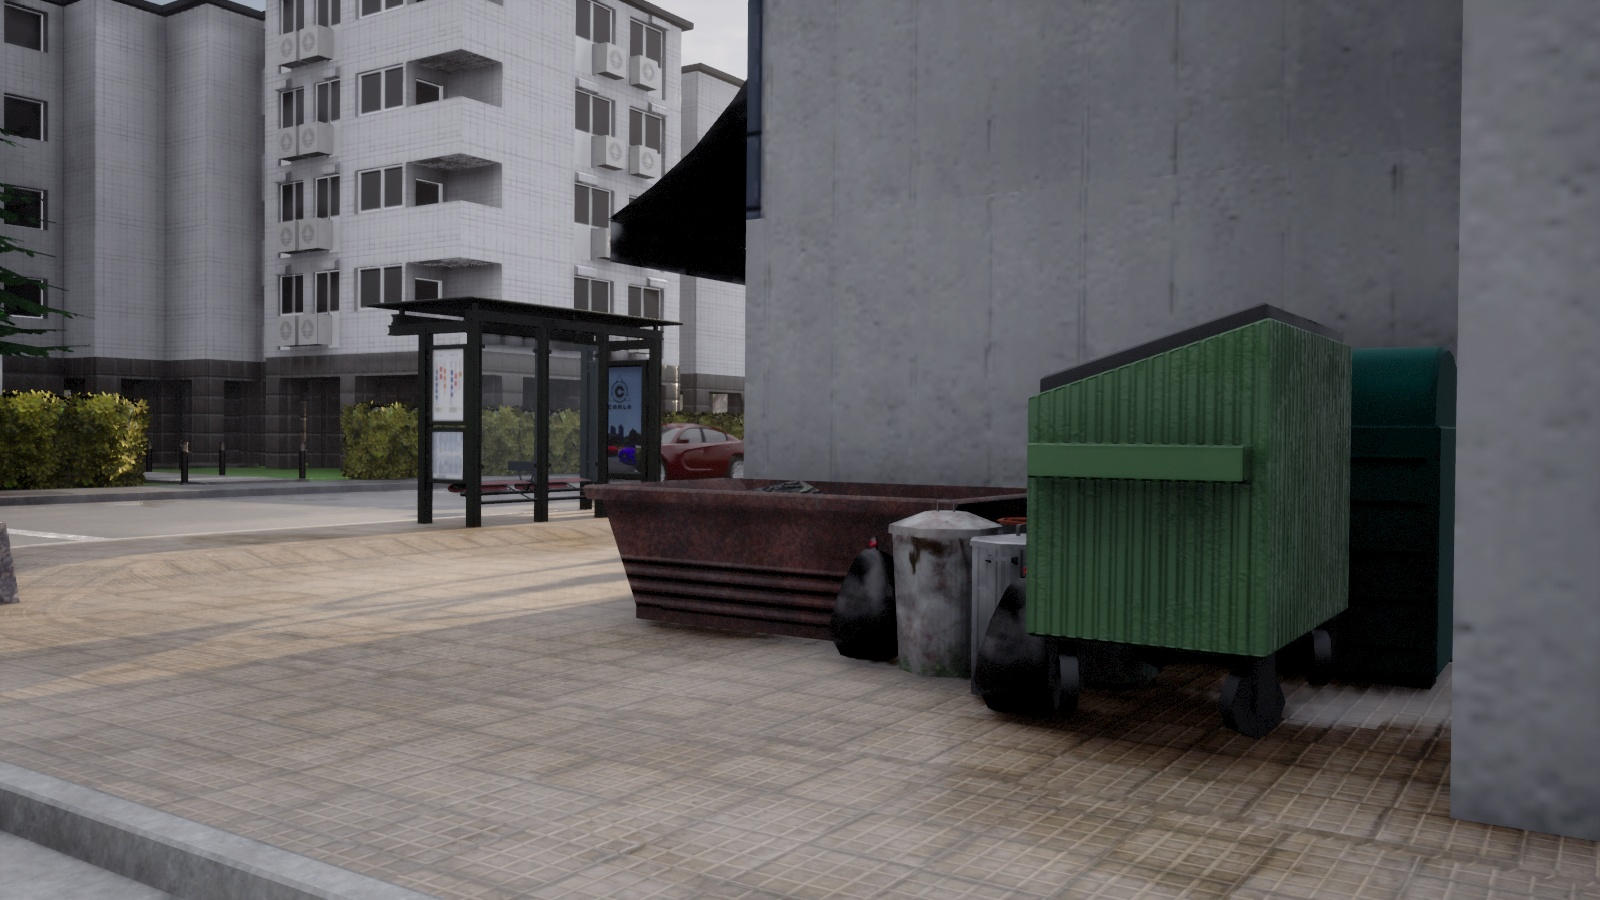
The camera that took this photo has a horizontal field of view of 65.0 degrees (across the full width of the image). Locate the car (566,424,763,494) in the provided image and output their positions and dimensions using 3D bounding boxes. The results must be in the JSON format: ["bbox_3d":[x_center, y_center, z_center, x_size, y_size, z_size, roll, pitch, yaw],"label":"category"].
[{"bbox_3d":[-3.106,0.152,29.972,1.882,1.535,5.008,0,1,34],"label":"car"}]
